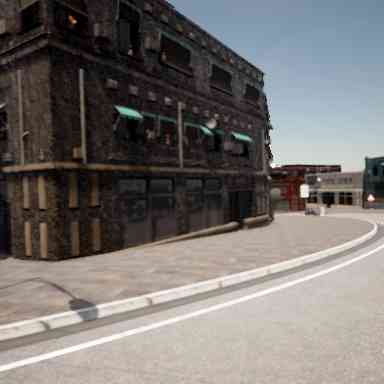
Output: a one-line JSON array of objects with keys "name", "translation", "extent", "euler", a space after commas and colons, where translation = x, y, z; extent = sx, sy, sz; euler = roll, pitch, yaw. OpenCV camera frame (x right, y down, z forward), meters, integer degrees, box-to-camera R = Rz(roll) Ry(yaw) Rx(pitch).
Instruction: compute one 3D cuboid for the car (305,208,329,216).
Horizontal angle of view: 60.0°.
[{"name": "car", "translation": [21.742, 3.514, 58.202], "extent": [2.033, 1.411, 5.357], "euler": [-2, -4, -7]}]
